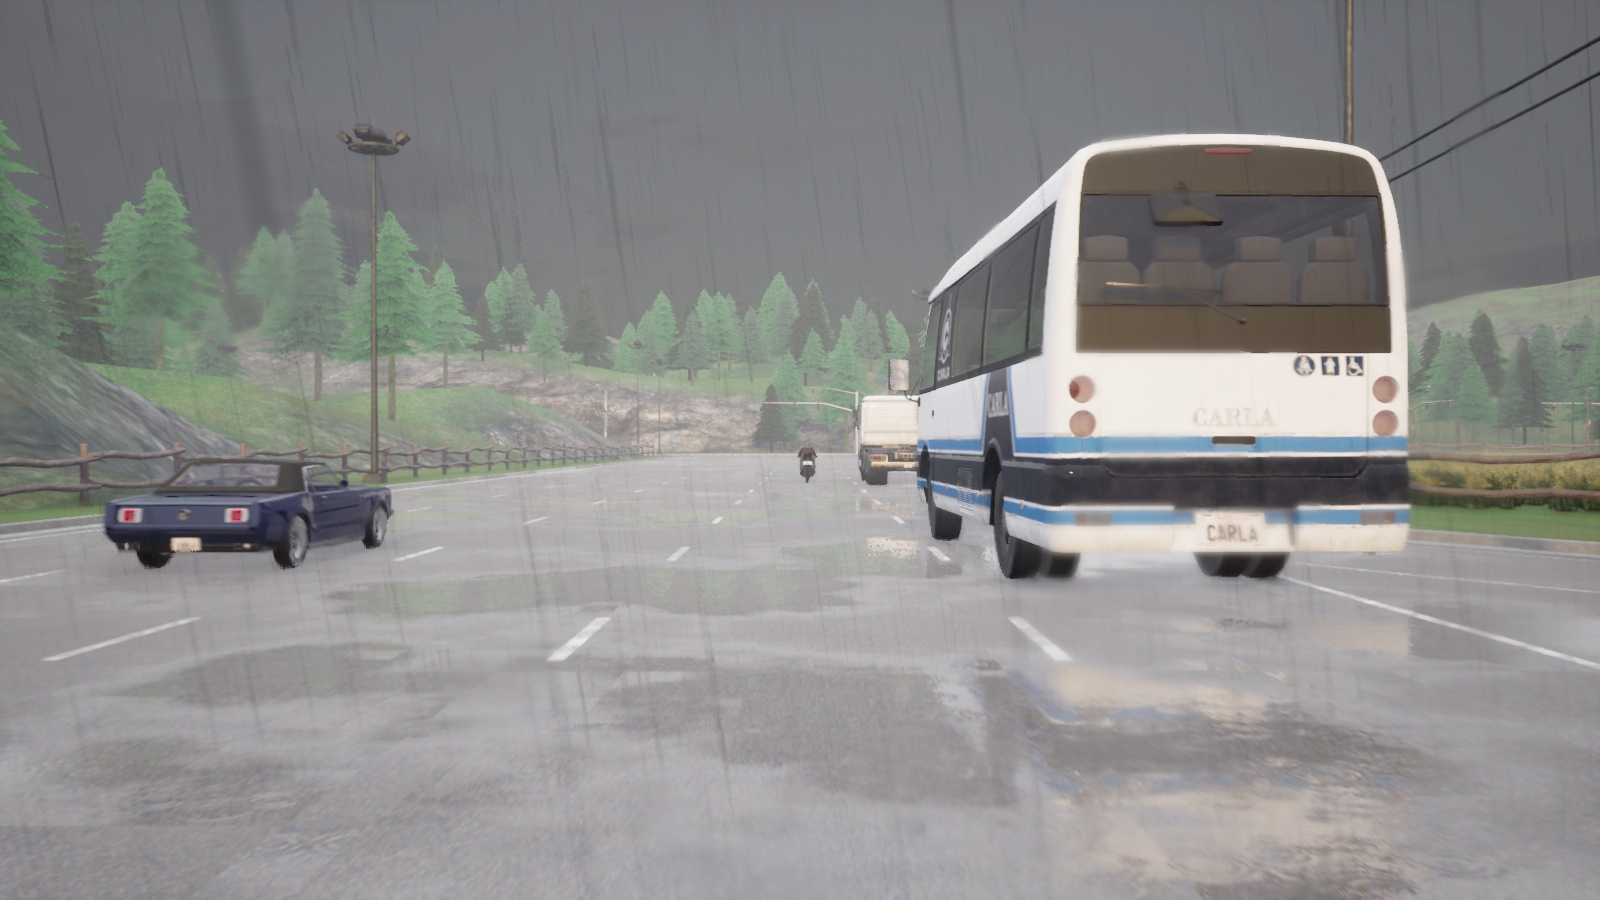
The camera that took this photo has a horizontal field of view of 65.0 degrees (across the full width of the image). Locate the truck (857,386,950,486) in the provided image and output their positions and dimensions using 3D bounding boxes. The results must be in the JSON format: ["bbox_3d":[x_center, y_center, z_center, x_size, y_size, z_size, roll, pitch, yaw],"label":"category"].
[{"bbox_3d":[3.779,-0.500,47.655,2.891,3.462,7.936,0,0,0],"label":"truck"}]

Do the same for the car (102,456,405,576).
[{"bbox_3d":[-6.891,0.749,16.486,1.895,1.301,4.718,0,0,0],"label":"car"}]

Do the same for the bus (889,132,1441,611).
[{"bbox_3d":[3.627,-0.719,16.339,3.944,4.253,10.273,0,0,-2],"label":"bus"}]

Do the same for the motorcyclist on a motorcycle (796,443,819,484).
[{"bbox_3d":[0.292,0.507,48.803,0.866,1.530,2.191,0,0,0],"label":"motorcyclist on a motorcycle"}]
